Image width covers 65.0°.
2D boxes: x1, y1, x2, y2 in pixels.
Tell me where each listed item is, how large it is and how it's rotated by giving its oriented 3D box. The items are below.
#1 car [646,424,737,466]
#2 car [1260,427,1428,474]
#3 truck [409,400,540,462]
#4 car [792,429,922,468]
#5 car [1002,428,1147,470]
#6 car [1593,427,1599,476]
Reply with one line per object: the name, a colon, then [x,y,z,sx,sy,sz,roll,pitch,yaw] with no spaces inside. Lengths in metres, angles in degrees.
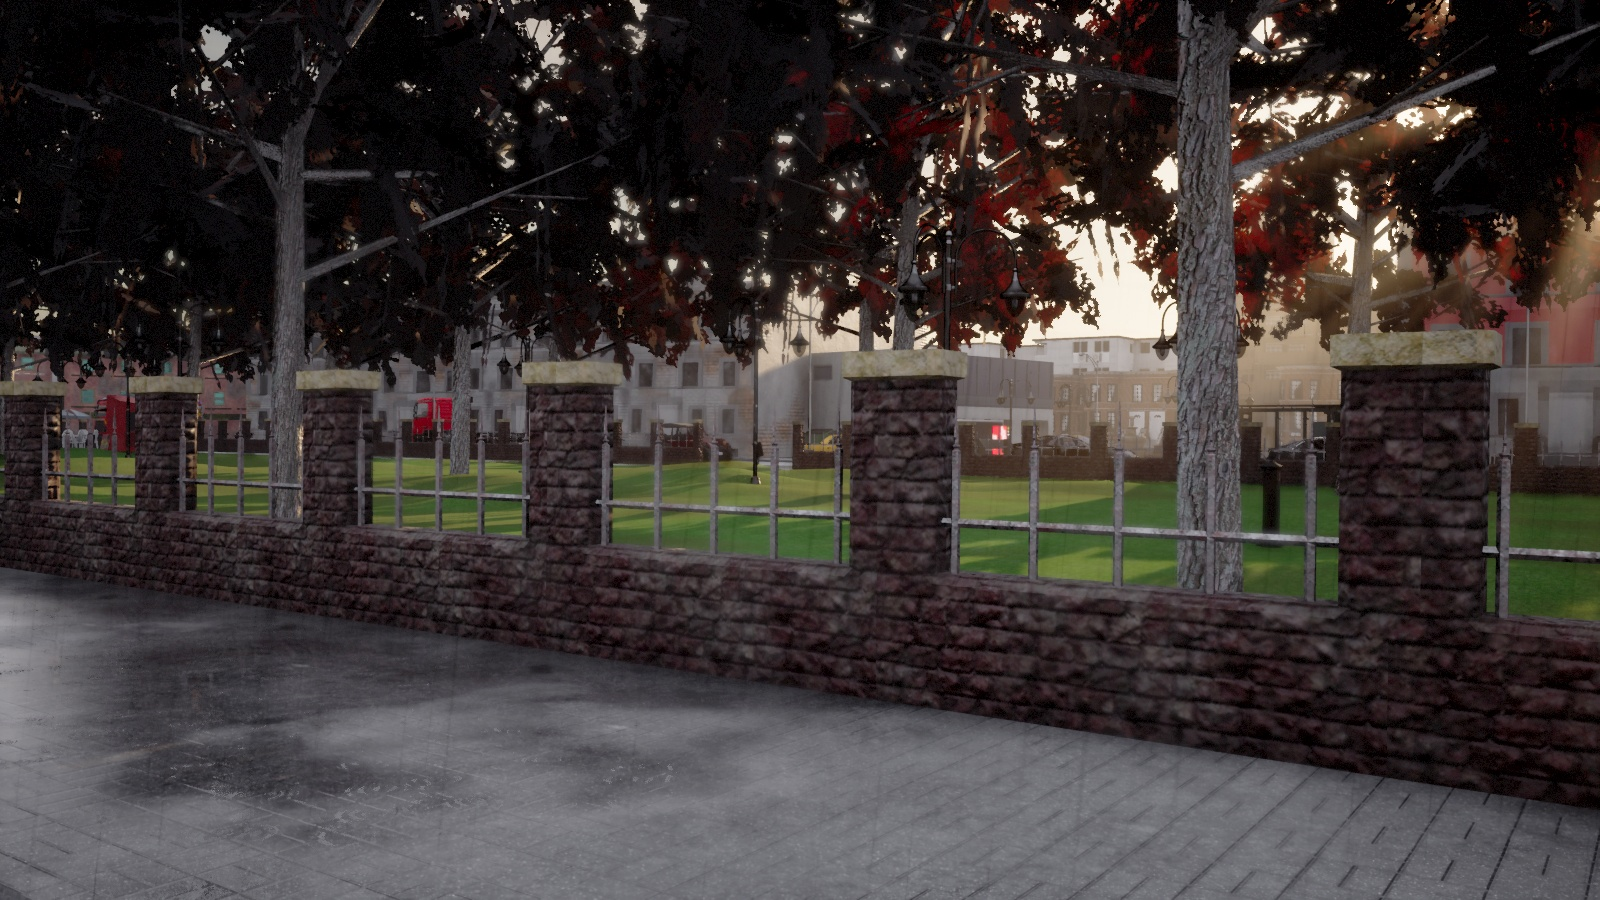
car: [-5.026,-0.223,58.269,3.866,1.878,1.905,0,1,35]
car: [18.149,-0.001,41.978,4.892,1.490,1.837,0,1,35]
truck: [-18.963,-1.074,72.916,7.936,3.462,2.891,0,1,35]
car: [2.360,-0.076,53.081,5.366,1.575,1.801,0,1,35]
car: [10.341,-0.054,47.469,4.902,1.511,2.128,0,1,35]
car: [25.908,0.024,36.535,4.674,1.442,1.812,0,1,36]
